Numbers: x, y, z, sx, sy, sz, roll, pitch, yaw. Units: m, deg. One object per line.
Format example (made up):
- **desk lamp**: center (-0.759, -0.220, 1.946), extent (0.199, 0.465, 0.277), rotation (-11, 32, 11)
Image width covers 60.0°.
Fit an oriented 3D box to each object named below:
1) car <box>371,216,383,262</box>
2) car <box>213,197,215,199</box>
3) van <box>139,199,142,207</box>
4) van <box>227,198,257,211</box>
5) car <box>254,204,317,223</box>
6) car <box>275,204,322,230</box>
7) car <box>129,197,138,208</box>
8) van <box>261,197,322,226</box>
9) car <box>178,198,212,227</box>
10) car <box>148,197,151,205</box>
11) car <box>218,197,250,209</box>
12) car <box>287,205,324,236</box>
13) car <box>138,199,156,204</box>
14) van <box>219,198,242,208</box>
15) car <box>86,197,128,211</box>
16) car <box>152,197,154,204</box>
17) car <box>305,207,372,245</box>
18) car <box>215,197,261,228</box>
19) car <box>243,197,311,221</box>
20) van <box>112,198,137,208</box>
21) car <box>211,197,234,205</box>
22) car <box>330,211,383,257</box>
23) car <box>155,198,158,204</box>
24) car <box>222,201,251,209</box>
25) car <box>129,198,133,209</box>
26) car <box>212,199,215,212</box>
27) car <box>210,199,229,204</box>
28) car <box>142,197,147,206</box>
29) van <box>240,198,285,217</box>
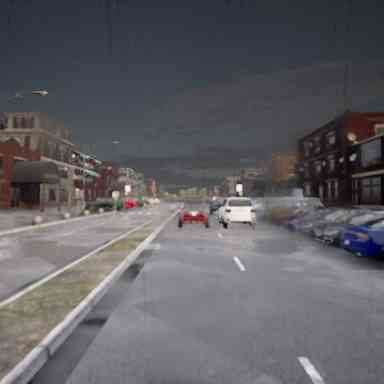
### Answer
- **car**: center (7.655, 1.512, 8.363), extent (5.008, 1.535, 2.097), rotation (0, 0, 0)
- **car**: center (7.918, 2.440, 74.532), extent (5.366, 1.575, 1.946), rotation (0, -1, 0)
- **van**: center (-12.907, 2.115, 66.294), extent (4.442, 1.987, 1.878), rotation (0, -1, 0)
- **van**: center (7.822, 1.918, 52.469), extent (4.442, 1.987, 1.878), rotation (0, -1, 0)
- **car**: center (7.677, 1.752, 27.653), extent (4.674, 1.452, 2.002), rotation (0, -1, 0)
- **car**: center (7.634, 1.634, 19.387), extent (4.792, 1.488, 2.163), rotation (0, -1, 0)
- **car**: center (-12.858, 1.976, 57.958), extent (5.566, 2.045, 2.435), rotation (0, -1, 0)
- **van**: center (7.786, 1.445, 24.780), extent (4.442, 1.987, 1.878), rotation (0, -1, 0)
- **car**: center (0.125, 1.538, 24.327), extent (2.097, 1.767, 4.553), rotation (0, -1, 0)
- **car**: center (-12.748, 2.469, 77.408), extent (5.008, 1.535, 2.097), rotation (0, -1, 0)
- **car**: center (7.687, 2.017, 60.745), extent (5.566, 2.045, 2.435), rotation (0, -1, 0)
- **car**: center (7.667, 1.577, 16.631), extent (4.892, 1.521, 2.231), rotation (0, -1, 0)
- **car**: center (-12.703, 2.695, 94.196), extent (4.674, 1.452, 2.002), rotation (0, -1, 0)
- **van**: center (7.605, 2.117, 66.261), extent (4.442, 1.987, 1.878), rotation (0, -1, 0)
- **car**: center (-12.908, 1.845, 49.623), extent (5.566, 2.045, 2.435), rotation (0, -1, 0)
- **car**: center (-12.742, 2.526, 82.967), extent (4.892, 1.521, 2.231), rotation (0, -1, 0)
- **car**: center (7.663, 1.552, 13.875), extent (4.892, 1.521, 2.231), rotation (0, 0, 0)
- **car**: center (3.125, 1.402, 23.835), extent (2.150, 2.045, 5.566), rotation (0, 0, 0)
- **car**: center (7.649, 1.503, 30.417), extent (5.566, 2.045, 2.435), rotation (0, -1, 0)
- **van**: center (-12.920, 2.082, 63.640), extent (4.442, 1.987, 1.878), rotation (0, -1, 0)
- **car**: center (7.774, 2.309, 85.565), extent (5.566, 2.045, 2.435), rotation (0, -1, 0)
- **car**: center (7.649, 1.529, 11.119), extent (5.008, 1.535, 2.097), rotation (0, 0, 0)
- **car**: center (-12.894, 2.613, 91.427), extent (5.366, 1.575, 1.946), rotation (0, -1, 0)
- **car**: center (7.683, 2.258, 57.984), extent (4.792, 1.488, 2.163), rotation (0, -1, 0)
- **car**: center (-12.817, 2.217, 55.301), extent (4.792, 1.488, 2.163), rotation (0, -1, 0)
- **car**: center (3.147, 1.991, 42.062), extent (1.837, 1.490, 4.892), rotation (0, -1, 0)
- **car**: center (7.751, 2.661, 93.827), extent (5.008, 1.535, 2.097), rotation (0, -1, 0)
- **car**: center (-12.749, 2.126, 69.193), extent (5.566, 2.045, 2.435), rotation (0, -1, 0)
- **van**: center (7.568, 1.626, 35.927), extent (4.442, 1.987, 1.878), rotation (0, -1, 0)
